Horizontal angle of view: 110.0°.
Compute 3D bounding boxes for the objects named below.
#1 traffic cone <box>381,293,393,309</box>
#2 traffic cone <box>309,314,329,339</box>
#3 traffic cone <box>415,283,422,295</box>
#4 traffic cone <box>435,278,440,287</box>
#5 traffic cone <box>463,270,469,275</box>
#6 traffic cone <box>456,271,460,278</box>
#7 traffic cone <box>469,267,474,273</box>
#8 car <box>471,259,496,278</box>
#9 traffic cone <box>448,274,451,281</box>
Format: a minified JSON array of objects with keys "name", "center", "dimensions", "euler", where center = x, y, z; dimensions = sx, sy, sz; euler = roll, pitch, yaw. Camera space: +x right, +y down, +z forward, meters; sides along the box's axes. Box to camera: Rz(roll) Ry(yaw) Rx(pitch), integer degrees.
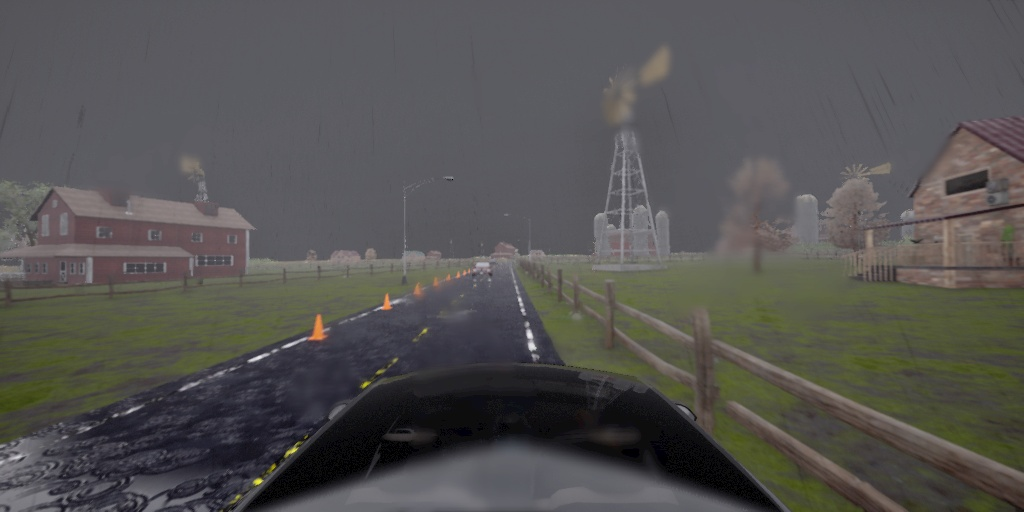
[{"name":"traffic cone","center":[-4.834,1.731,13.873],"dimensions":[0.340,0.580,0.340],"euler":[0,0,-1]},{"name":"traffic cone","center":[-4.778,1.731,8.873],"dimensions":[0.340,0.580,0.340],"euler":[0,0,-1]},{"name":"traffic cone","center":[-4.891,1.731,18.873],"dimensions":[0.340,0.580,0.340],"euler":[0,0,-1]},{"name":"traffic cone","center":[-4.948,1.732,23.874],"dimensions":[0.340,0.580,0.340],"euler":[0,0,-1]},{"name":"traffic cone","center":[-5.119,1.738,38.873],"dimensions":[0.340,0.580,0.340],"euler":[0,0,-1]},{"name":"traffic cone","center":[-5.062,1.735,33.874],"dimensions":[0.340,0.580,0.340],"euler":[0,0,-1]},{"name":"traffic cone","center":[-5.175,1.741,43.874],"dimensions":[0.340,0.580,0.340],"euler":[0,0,-1]},{"name":"car","center":[-2.804,1.294,34.996],"dimensions":[1.812,1.442,4.674],"euler":[0,0,-1]},{"name":"traffic cone","center":[-5.005,1.733,28.874],"dimensions":[0.340,0.580,0.340],"euler":[0,0,-1]}]
